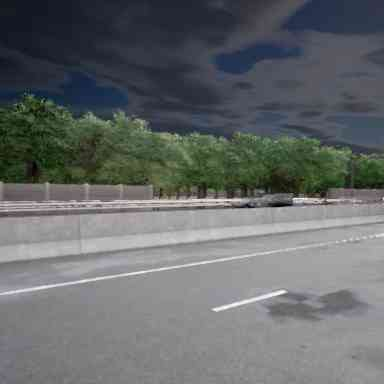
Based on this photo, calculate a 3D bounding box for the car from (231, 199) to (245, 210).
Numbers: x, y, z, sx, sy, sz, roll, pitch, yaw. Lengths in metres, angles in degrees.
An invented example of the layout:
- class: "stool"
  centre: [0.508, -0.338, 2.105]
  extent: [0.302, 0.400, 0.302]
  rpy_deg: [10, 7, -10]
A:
- class: "car"
  centre: [6.740, 1.514, 38.896]
  extent: [5.008, 1.535, 1.882]
  rpy_deg: [0, 0, -35]

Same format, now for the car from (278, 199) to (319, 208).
- class: "car"
  centre: [11.262, 1.639, 33.524]
  extent: [4.718, 1.301, 1.895]
  rpy_deg: [0, 0, -35]

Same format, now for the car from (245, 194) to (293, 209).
- class: "car"
  centre: [8.741, 1.258, 36.025]
  extent: [5.566, 2.045, 2.150]
  rpy_deg: [0, 0, -35]

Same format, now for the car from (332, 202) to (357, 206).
- class: "car"
  centre: [14.368, 1.606, 31.439]
  extent: [4.181, 1.385, 1.994]
  rpy_deg: [0, 0, -35]
